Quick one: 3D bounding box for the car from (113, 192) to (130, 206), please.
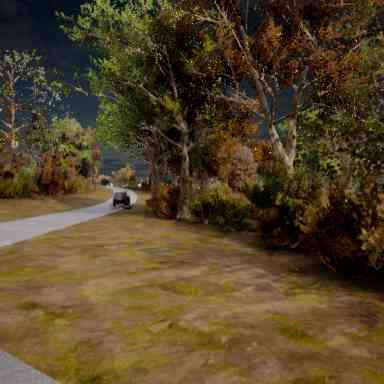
[{"bbox_3d":[-10.841,1.042,51.347,2.150,2.045,5.566,-1,1,-5],"label":"car"}]
